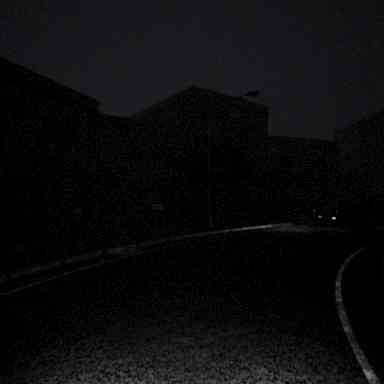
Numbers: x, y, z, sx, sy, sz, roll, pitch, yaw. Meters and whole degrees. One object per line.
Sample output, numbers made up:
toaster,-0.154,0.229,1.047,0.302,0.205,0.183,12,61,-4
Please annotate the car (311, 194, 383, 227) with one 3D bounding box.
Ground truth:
car,10.745,1.183,22.477,5.566,2.045,2.150,-1,-2,-23
